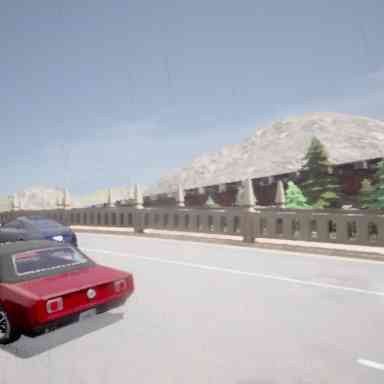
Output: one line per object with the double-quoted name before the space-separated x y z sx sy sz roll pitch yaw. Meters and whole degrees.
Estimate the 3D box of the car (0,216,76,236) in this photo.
"car" -6.329 1.643 12.811 4.181 1.385 1.994 -1 -1 36

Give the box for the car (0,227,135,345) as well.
"car" -3.414 1.620 6.430 4.718 1.301 1.895 0 0 36
